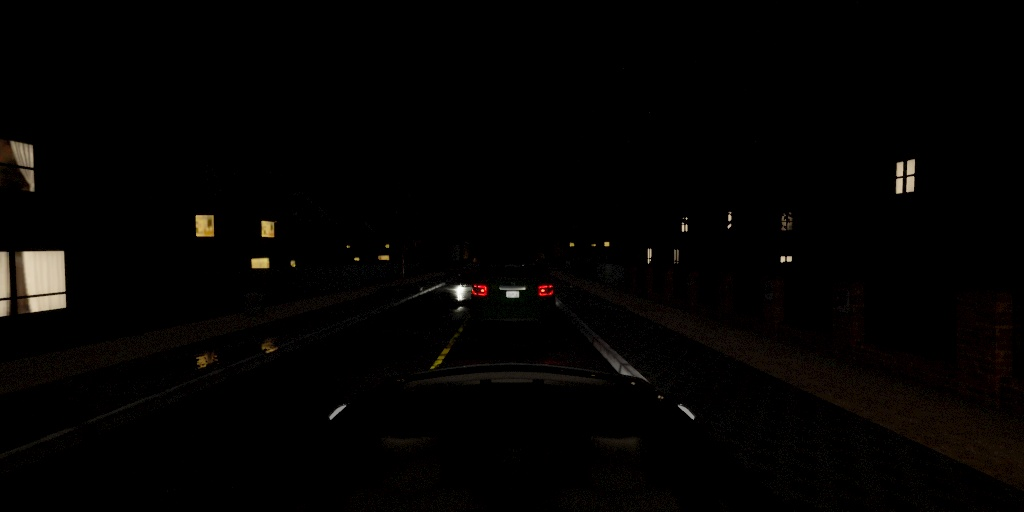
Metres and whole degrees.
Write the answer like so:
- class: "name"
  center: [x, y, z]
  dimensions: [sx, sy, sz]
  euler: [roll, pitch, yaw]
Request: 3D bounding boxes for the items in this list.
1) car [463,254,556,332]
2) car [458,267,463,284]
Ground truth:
- class: "car"
  center: [0.032, 0.971, 10.979]
  dimensions: [2.150, 2.045, 5.566]
  euler: [0, 0, 0]
- class: "car"
  center: [-2.892, 1.235, 27.239]
  dimensions: [1.882, 1.535, 5.008]
  euler: [0, 0, 0]
